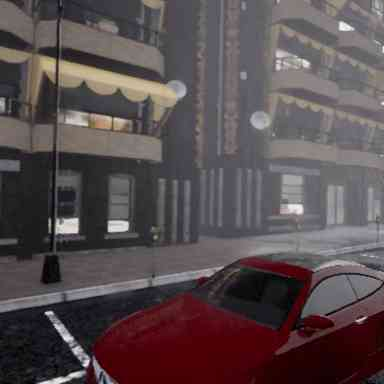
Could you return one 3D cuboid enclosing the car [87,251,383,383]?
[{"bbox_3d":[1.115,1.559,4.167,4.674,1.442,1.812,1,0,-35],"label":"car"}]
